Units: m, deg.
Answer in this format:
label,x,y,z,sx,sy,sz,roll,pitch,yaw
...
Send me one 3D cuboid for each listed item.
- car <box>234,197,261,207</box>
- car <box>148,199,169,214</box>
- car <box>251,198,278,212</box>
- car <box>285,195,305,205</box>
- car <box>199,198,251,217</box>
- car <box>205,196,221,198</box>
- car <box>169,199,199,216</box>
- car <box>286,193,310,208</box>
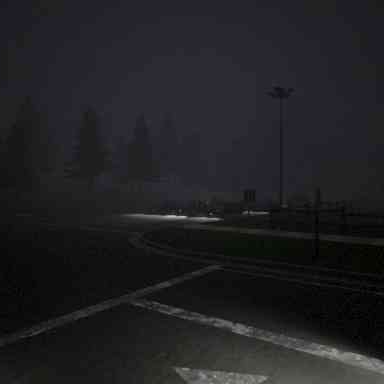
label,x,y,z,sx,sy,sz,roll,pitch,yaw
car,8.559,1.492,51.130,2.128,1.511,4.902,0,0,35
car,-2.658,1.528,35.166,1.812,1.442,4.674,0,0,35
car,8.667,1.528,39.128,1.812,1.442,4.674,0,0,35
car,18.122,1.352,58.512,2.097,1.767,4.553,0,0,35
car,3.197,1.549,31.358,2.033,1.411,5.357,0,0,35
car,2.394,1.354,42.383,2.097,1.767,4.553,0,0,35
car,0.051,1.566,32.967,1.994,1.385,4.181,0,0,35
car,15.703,1.224,49.098,2.150,2.045,5.566,0,0,36
